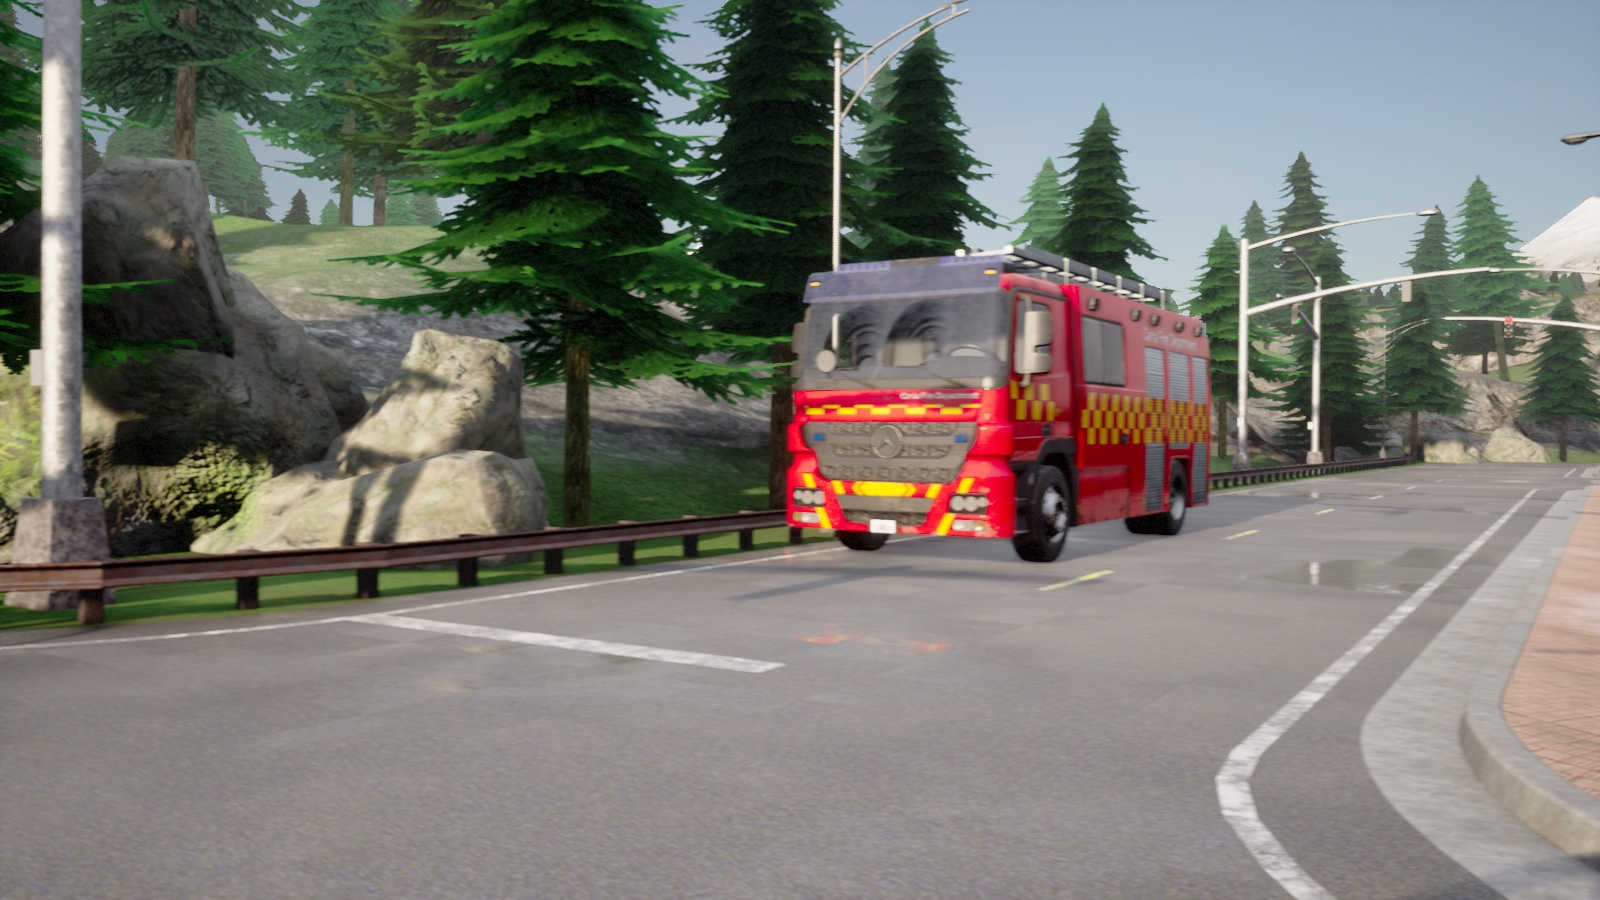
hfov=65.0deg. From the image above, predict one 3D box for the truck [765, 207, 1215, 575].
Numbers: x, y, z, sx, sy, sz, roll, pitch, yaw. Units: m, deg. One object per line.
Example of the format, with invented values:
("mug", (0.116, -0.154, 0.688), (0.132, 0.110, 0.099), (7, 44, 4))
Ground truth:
("truck", (3.127, -0.677, 17.375), (2.891, 3.827, 8.468), (0, 1, 33))
